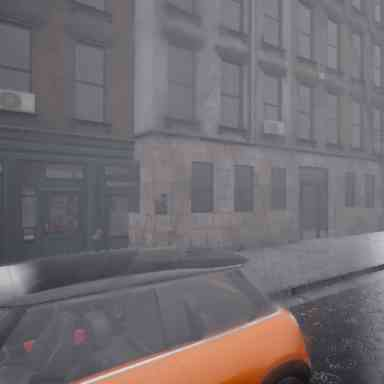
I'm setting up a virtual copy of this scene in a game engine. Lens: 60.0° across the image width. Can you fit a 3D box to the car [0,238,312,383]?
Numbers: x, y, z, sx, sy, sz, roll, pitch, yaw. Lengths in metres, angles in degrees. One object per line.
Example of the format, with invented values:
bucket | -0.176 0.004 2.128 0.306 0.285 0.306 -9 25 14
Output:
car | -1.164 1.352 2.547 4.553 1.767 2.097 0 0 -36
